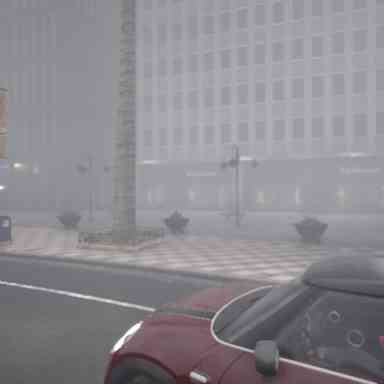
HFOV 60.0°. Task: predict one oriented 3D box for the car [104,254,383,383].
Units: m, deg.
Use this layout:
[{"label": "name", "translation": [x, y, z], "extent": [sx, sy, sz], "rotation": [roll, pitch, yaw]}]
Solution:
[{"label": "car", "translation": [1.387, 1.330, 2.642], "extent": [4.553, 1.767, 2.097], "rotation": [0, 0, 35]}]
